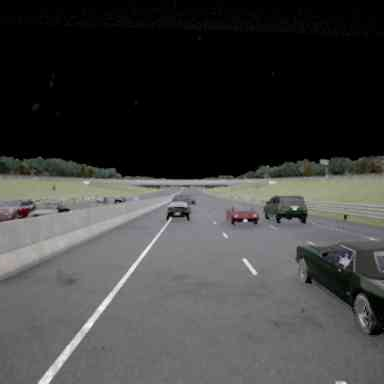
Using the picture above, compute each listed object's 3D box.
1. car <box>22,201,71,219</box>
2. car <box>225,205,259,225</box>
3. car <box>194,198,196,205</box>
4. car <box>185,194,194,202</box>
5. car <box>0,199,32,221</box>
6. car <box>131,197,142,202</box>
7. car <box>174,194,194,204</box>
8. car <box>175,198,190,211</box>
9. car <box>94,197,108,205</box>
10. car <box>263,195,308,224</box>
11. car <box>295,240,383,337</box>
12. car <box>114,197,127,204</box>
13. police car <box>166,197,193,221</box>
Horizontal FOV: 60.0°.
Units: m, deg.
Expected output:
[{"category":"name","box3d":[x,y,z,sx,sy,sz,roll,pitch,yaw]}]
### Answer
[{"category":"car","box3d":[-10.639,1.600,25.121,1.994,1.385,4.181,0,0,0]},{"category":"car","box3d":[3.562,1.635,24.428,1.895,1.301,4.718,0,0,0]},{"category":"car","box3d":[-0.318,1.505,61.346,2.097,1.767,4.553,0,0,-1]},{"category":"car","box3d":[-0.518,1.405,77.596,2.097,1.767,4.553,0,0,-1]},{"category":"car","box3d":[-14.144,1.391,26.446,2.097,1.767,4.553,0,0,0]},{"category":"car","box3d":[-10.879,1.696,65.738,1.812,1.442,4.674,0,0,0]},{"category":"car","box3d":[-1.159,1.292,38.161,2.150,2.045,5.566,0,0,0]},{"category":"car","box3d":[-1.203,1.565,44.136,1.882,1.535,5.008,0,0,0]},{"category":"car","box3d":[-17.869,1.697,65.480,1.812,1.442,4.674,0,0,-1]},{"category":"car","box3d":[7.058,1.258,25.530,2.150,2.045,5.566,0,0,0]},{"category":"car","box3d":[3.601,1.604,6.600,1.895,1.301,4.718,0,0,0]},{"category":"car","box3d":[-14.391,1.711,67.250,2.033,1.411,5.357,0,0,-1]},{"category":"police car","box3d":[-1.103,1.467,28.232,1.930,1.638,5.238,0,0,0]}]
